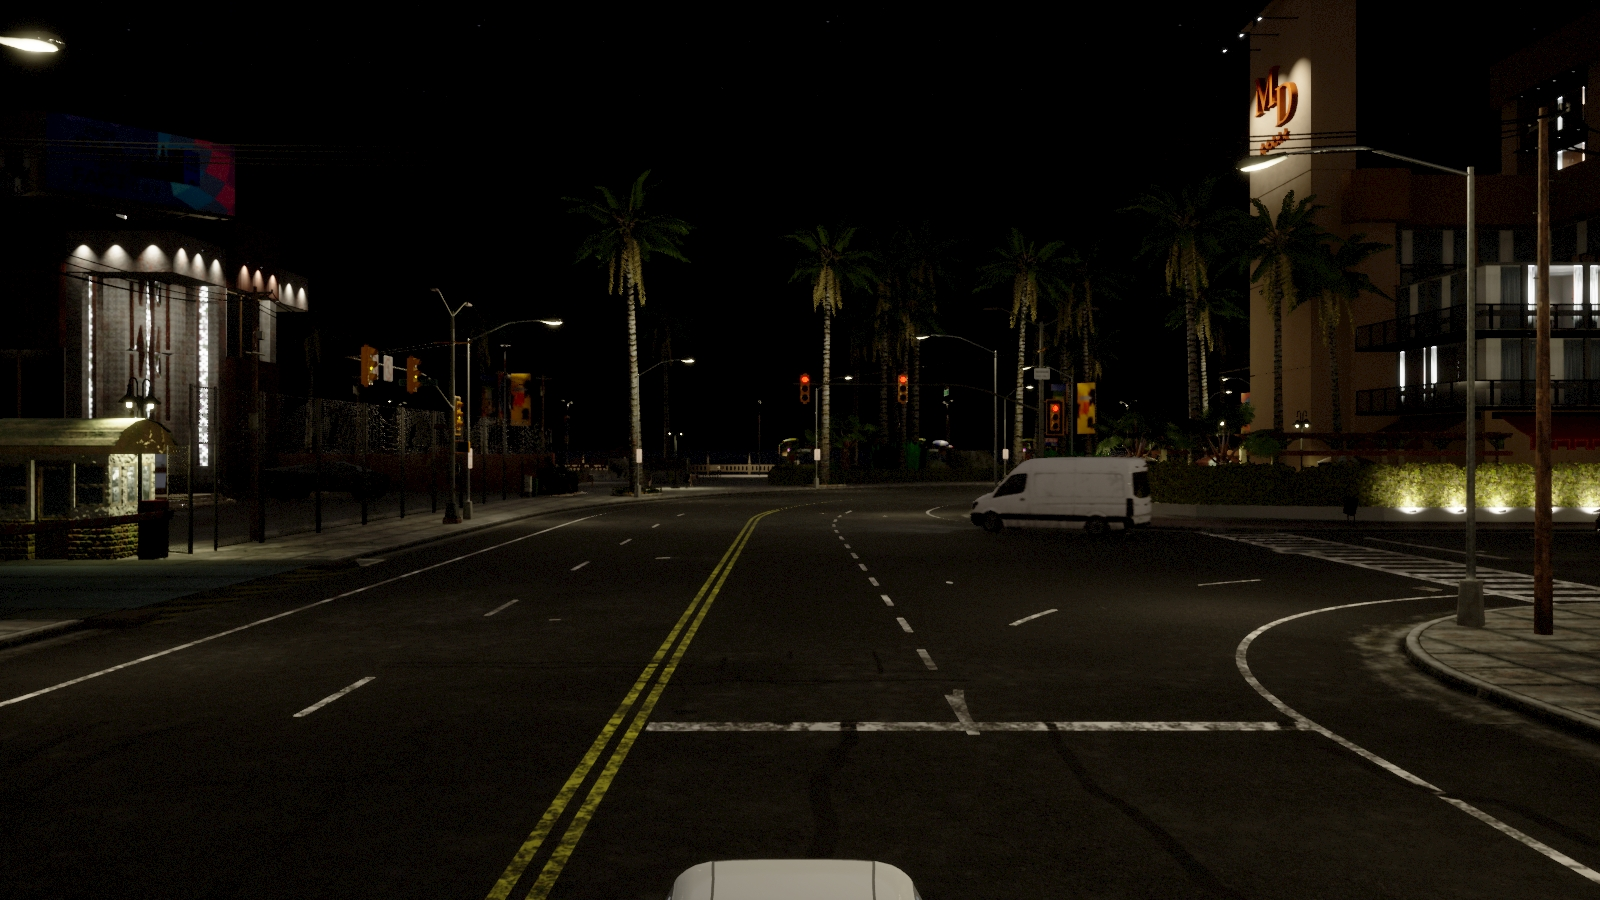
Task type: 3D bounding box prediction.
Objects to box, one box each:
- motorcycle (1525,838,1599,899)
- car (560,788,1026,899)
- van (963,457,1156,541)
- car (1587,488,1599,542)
[{"bbox_3d":[3.471,2.213,3.817,0.803,1.145,2.033,0,0,0],"label":"motorcycle"},{"bbox_3d":[-0.022,2.120,3.707,1.481,1.376,2.207,0,0,0],"label":"car"},{"bbox_3d":[8.551,1.534,37.998,5.915,2.561,1.988,0,1,36],"label":"van"},{"bbox_3d":[27.255,1.990,34.866,5.027,1.651,2.152,0,0,-1],"label":"car"}]
